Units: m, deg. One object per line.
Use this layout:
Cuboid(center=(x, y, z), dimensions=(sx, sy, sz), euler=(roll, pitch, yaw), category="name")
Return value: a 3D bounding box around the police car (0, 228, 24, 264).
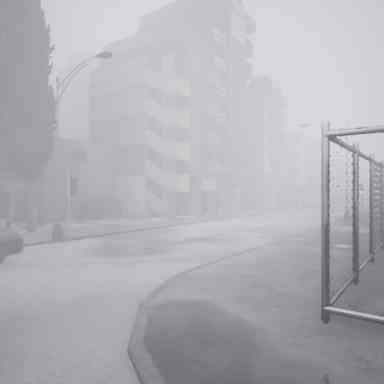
Cuboid(center=(-7.504, 1.507, 9.167), dimensions=(2.038, 1.542, 4.974), euler=(0, 0, 35), category="police car")
